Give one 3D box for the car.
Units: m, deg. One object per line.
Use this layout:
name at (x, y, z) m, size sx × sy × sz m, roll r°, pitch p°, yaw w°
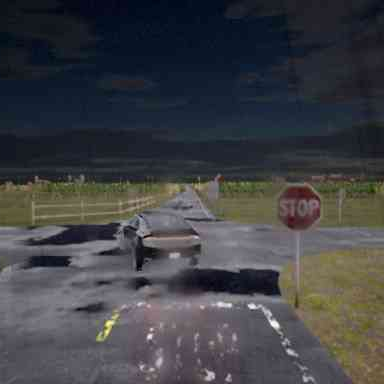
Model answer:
car at (-1.199, 1.414, 10.905) m, size 2.128 × 1.511 × 4.902 m, roll 0°, pitch 0°, yaw -18°
